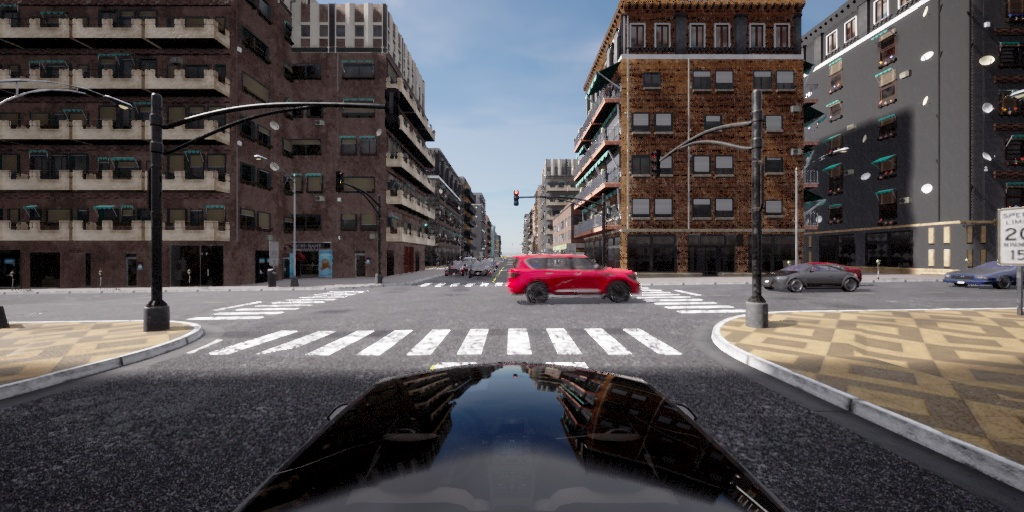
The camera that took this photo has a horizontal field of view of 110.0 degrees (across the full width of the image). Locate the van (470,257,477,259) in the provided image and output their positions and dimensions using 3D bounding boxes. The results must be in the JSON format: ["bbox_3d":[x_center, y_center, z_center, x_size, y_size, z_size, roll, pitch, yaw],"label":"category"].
[{"bbox_3d":[-5.504,1.079,47.036,1.690,1.789,3.998,0,0,0],"label":"van"}]

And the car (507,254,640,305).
[{"bbox_3d":[2.546,0.922,15.445,5.566,2.045,2.150,-1,0,0],"label":"car"}]

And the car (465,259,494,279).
[{"bbox_3d":[-2.912,1.248,33.161,1.837,1.490,4.892,0,0,0],"label":"car"}]

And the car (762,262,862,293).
[{"bbox_3d":[15.026,1.088,18.325,4.181,1.385,1.994,-1,0,0],"label":"car"}]

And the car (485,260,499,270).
[{"bbox_3d":[-2.943,1.337,53.354,1.895,1.301,4.718,0,0,0],"label":"car"}]

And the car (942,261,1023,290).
[{"bbox_3d":[25.622,0.926,18.354,5.357,1.411,2.033,-1,0,0],"label":"car"}]

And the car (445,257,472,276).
[{"bbox_3d":[-5.515,1.182,35.872,1.967,1.591,4.097,0,0,0],"label":"car"}]

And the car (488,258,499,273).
[{"bbox_3d":[-2.939,1.287,43.063,2.033,1.411,5.357,0,0,-1],"label":"car"}]
